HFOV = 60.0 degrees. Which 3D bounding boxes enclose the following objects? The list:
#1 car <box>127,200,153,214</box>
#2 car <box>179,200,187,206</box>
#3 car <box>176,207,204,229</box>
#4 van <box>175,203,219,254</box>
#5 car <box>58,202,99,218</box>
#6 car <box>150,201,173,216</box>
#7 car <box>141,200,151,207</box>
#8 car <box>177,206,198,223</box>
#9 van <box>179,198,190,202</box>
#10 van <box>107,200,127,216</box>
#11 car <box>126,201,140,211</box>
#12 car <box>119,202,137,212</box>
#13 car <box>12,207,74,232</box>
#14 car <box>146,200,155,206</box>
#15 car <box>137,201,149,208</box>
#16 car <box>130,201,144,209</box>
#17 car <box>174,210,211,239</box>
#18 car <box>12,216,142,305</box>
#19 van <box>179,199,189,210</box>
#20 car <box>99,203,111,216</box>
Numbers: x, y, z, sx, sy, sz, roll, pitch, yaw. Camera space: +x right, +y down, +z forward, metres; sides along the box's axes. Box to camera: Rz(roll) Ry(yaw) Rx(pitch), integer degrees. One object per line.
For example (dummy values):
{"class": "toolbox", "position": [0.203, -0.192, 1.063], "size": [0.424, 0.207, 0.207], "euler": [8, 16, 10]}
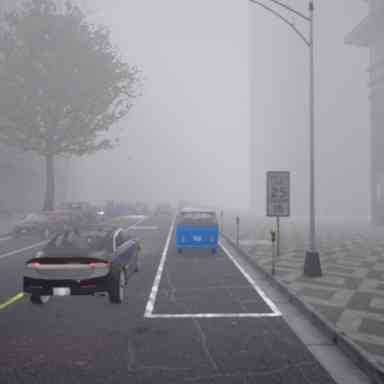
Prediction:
{"class": "car", "position": [-6.660, 2.099, 43.435], "size": [2.128, 1.511, 4.902], "euler": [0, -1, -2]}
{"class": "car", "position": [-2.465, 2.833, 87.776], "size": [2.008, 1.369, 4.403], "euler": [0, -1, -2]}
{"class": "car", "position": [-0.236, 1.892, 24.953], "size": [1.887, 1.381, 4.507], "euler": [0, -1, -2]}
{"class": "van", "position": [0.149, 1.533, 14.137], "size": [1.690, 1.788, 3.998], "euler": [0, -1, -2]}
{"class": "car", "position": [-8.742, 1.639, 24.299], "size": [2.192, 1.841, 5.009], "euler": [0, -1, -2]}
{"class": "car", "position": [-3.457, 2.100, 39.356], "size": [2.033, 1.411, 5.357], "euler": [0, -1, -2]}
{"class": "car", "position": [-10.599, 2.644, 76.597], "size": [1.887, 1.381, 4.507], "euler": [0, -1, -2]}
{"class": "car", "position": [-0.428, 2.007, 30.362], "size": [1.802, 1.307, 4.206], "euler": [0, -1, -2]}
{"class": "van", "position": [-1.003, 2.004, 46.593], "size": [1.690, 1.788, 3.998], "euler": [0, -1, -2]}
{"class": "van", "position": [-9.305, 1.896, 40.154], "size": [1.690, 1.788, 3.998], "euler": [0, -1, -2]}
{"class": "car", "position": [-9.862, 2.312, 55.837], "size": [1.752, 1.417, 4.829], "euler": [0, -1, -2]}
{"class": "car", "position": [-9.681, 2.277, 50.720], "size": [1.947, 1.339, 4.313], "euler": [0, -1, -2]}
{"class": "car", "position": [-8.555, 1.793, 19.011], "size": [1.887, 1.381, 4.507], "euler": [0, -1, -2]}
{"class": "car", "position": [-10.985, 2.816, 87.478], "size": [2.008, 1.369, 4.403], "euler": [0, -1, -2]}
{"class": "car", "position": [-10.406, 2.568, 71.156], "size": [2.008, 1.369, 4.403], "euler": [0, -1, -2]}
{"class": "car", "position": [-10.056, 2.419, 61.292], "size": [2.008, 1.369, 4.403], "euler": [0, -1, -2]}
{"class": "car", "position": [-0.044, 1.835, 19.543], "size": [1.947, 1.339, 4.313], "euler": [0, -1, -2]}
{"class": "car", "position": [-2.414, 1.598, 8.366], "size": [2.128, 1.511, 4.902], "euler": [0, -1, -2]}
{"class": "van", "position": [-1.387, 2.165, 57.412], "size": [1.690, 1.788, 3.998], "euler": [0, -1, -2]}
{"class": "car", "position": [-8.930, 1.951, 29.581], "size": [2.008, 1.369, 4.403], "euler": [0, -1, -2]}
